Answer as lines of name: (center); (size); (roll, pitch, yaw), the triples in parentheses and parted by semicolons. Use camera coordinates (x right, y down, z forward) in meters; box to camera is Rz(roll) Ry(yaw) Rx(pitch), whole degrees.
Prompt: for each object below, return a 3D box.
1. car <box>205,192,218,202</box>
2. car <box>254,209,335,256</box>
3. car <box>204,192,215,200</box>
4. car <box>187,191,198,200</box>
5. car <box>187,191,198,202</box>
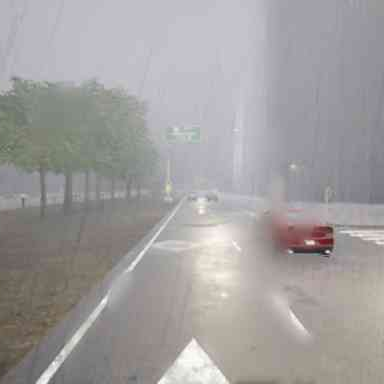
car: (3.570, 0.957, 58.479); (2.128, 1.511, 4.902); (0, 1, 0)
car: (3.610, 1.371, 12.611); (1.882, 1.535, 5.008); (0, 1, 0)
car: (3.580, 0.769, 68.897); (2.128, 1.511, 4.902); (0, 1, 0)
car: (0.080, 0.599, 68.870); (2.097, 1.767, 4.553); (0, 1, 0)
car: (0.070, 1.012, 58.484); (2.033, 1.411, 5.357); (0, 1, 0)
